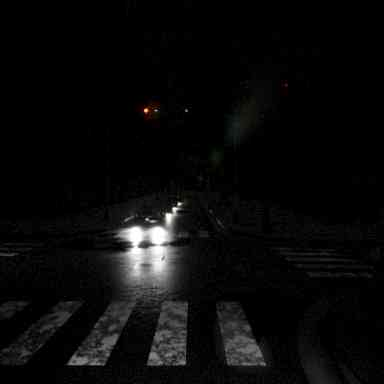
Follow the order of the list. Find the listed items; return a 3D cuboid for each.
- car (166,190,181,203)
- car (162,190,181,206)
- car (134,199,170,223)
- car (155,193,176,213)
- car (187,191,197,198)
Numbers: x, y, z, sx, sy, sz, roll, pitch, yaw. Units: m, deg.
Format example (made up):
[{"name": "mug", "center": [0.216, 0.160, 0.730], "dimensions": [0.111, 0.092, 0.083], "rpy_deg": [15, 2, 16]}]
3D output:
[{"name": "car", "center": [-2.891, 0.665, 52.707], "dimensions": [2.097, 1.767, 4.553], "rpy_deg": [0, 1, 0]}, {"name": "car", "center": [-2.913, 0.730, 42.854], "dimensions": [2.150, 2.045, 5.566], "rpy_deg": [0, 1, 0]}, {"name": "car", "center": [-2.889, 1.425, 23.630], "dimensions": [1.895, 1.301, 4.718], "rpy_deg": [0, 1, 0]}, {"name": "car", "center": [-2.904, 1.182, 33.000], "dimensions": [1.837, 1.490, 4.892], "rpy_deg": [0, 1, 0]}, {"name": "car", "center": [-0.009, 0.425, 68.186], "dimensions": [1.882, 1.535, 5.008], "rpy_deg": [0, 1, 0]}]
